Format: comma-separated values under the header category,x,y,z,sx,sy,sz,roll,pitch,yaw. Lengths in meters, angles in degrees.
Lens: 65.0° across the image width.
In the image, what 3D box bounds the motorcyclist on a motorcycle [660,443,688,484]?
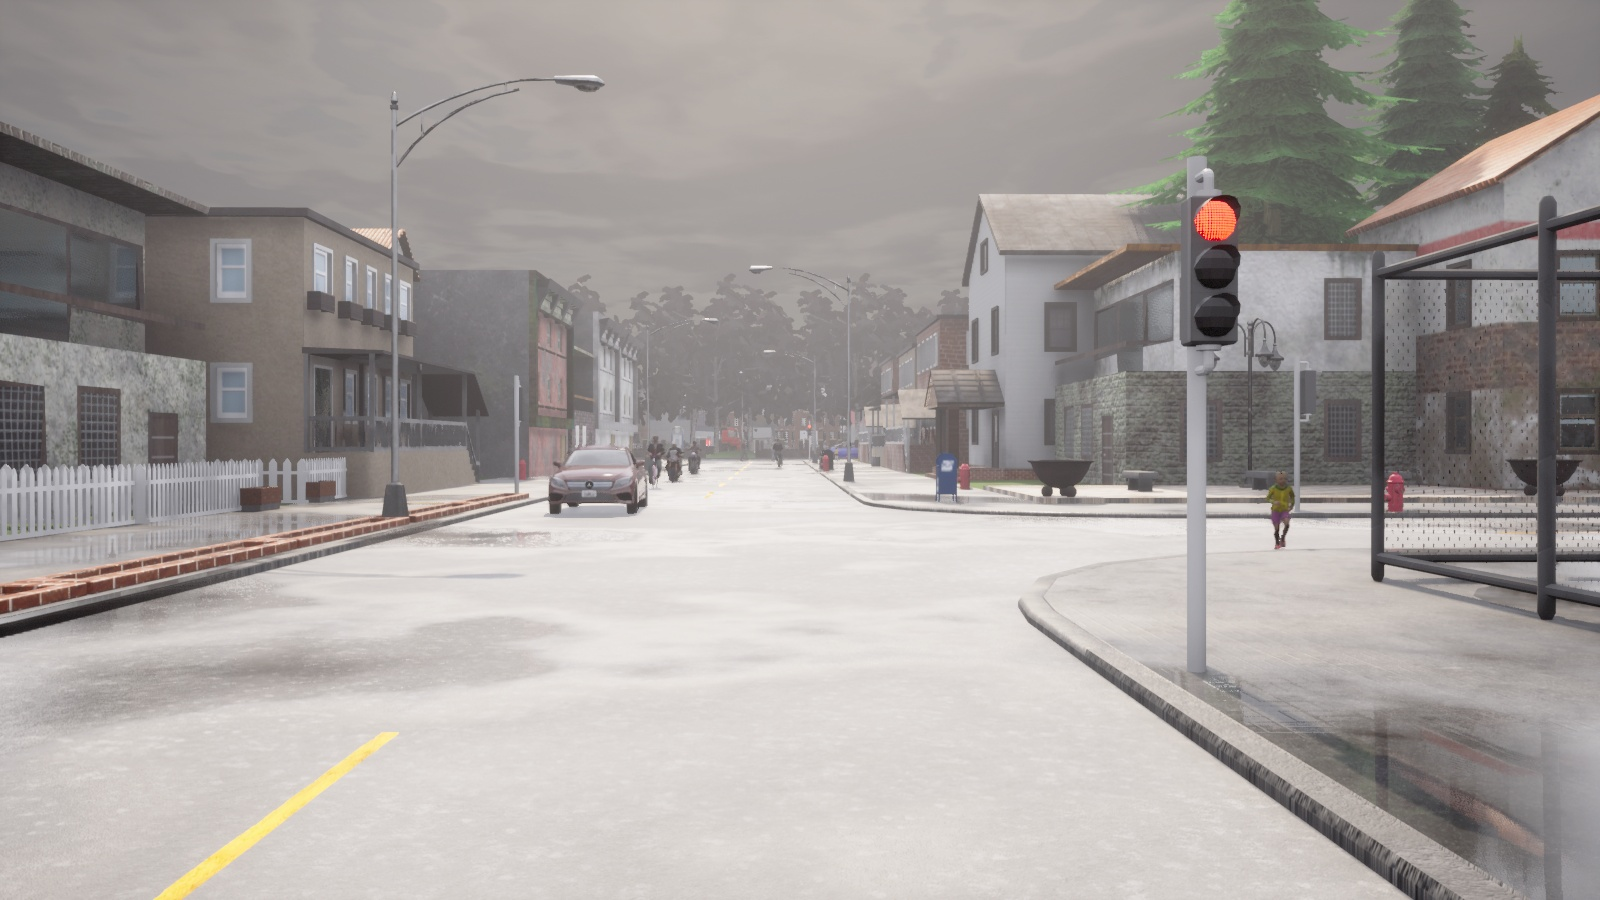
category,x,y,z,sx,sy,sz,roll,pitch,yaw
motorcyclist on a motorcycle,-4.830,0.505,48.222,0.866,1.530,2.191,0,0,-1

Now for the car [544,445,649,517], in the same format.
category,x,y,z,sx,sy,sz,roll,pitch,yaw
car,-4.394,0.612,27.727,1.812,1.442,4.674,0,0,-3

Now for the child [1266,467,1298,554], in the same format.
category,x,y,z,sx,sy,sz,roll,pitch,yaw
child,6.545,0.817,17.057,0.299,1.160,0.473,0,0,8

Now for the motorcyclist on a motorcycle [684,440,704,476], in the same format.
category,x,y,z,sx,sy,sz,roll,pitch,yaw
motorcyclist on a motorcycle,-5.037,0.356,59.699,0.766,1.649,2.350,0,1,-1
